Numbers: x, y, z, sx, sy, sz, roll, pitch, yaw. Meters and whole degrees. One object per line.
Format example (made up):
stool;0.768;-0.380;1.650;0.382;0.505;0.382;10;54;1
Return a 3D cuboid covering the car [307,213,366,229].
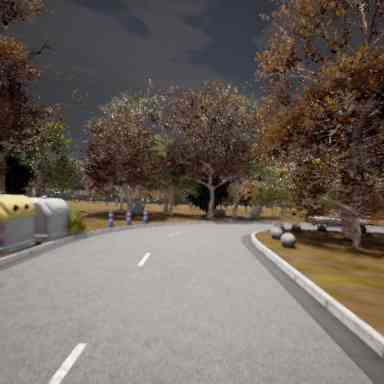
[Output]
car;12.950;2.553;30.058;4.718;1.301;1.895;3;-1;-3
